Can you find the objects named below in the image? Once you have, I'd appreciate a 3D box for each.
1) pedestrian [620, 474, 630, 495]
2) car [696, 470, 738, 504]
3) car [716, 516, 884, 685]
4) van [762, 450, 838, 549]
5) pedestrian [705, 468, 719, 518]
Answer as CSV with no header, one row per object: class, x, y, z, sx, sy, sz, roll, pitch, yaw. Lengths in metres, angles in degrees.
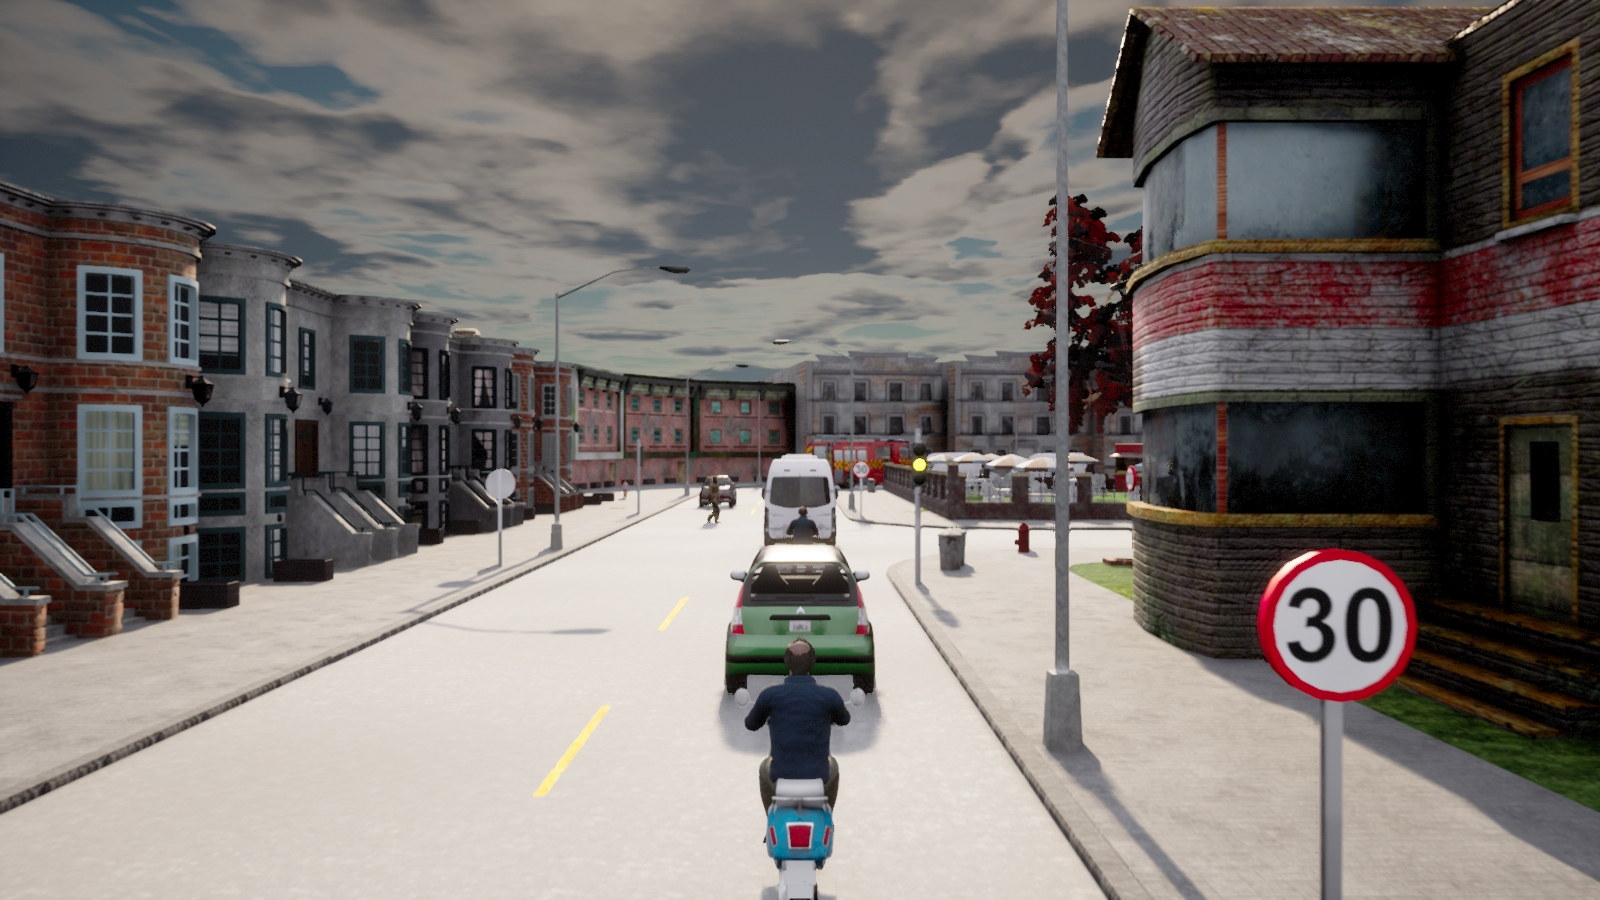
pedestrian,-9.404,1.871,61.321,0.500,1.100,0.500,0,0,-13
car,-4.017,1.775,56.057,1.789,1.549,3.705,0,0,0
car,-0.003,1.771,14.556,1.851,1.617,3.988,0,0,0
van,-0.007,1.297,32.805,1.988,2.561,5.915,0,0,0
pedestrian,-3.287,1.604,42.864,0.375,1.860,0.375,0,0,32
